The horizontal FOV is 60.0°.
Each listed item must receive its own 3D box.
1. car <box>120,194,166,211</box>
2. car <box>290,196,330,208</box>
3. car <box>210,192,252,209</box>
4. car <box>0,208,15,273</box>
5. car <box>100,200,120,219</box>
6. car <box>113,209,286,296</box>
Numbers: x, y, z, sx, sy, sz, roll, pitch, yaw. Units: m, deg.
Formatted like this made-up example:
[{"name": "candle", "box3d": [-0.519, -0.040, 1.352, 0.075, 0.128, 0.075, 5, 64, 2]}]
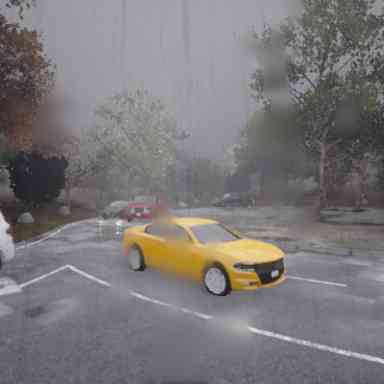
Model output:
[{"name": "car", "box3d": [-3.389, 1.179, 25.468, 2.150, 2.045, 5.566, -1, 0, 6]}, {"name": "car", "box3d": [14.907, 1.315, 42.178, 4.892, 1.490, 1.837, 1, 0, 4]}, {"name": "car", "box3d": [5.123, 1.067, 43.243, 5.566, 2.045, 2.150, -1, 0, -25]}, {"name": "car", "box3d": [-6.160, 1.229, 6.537, 2.150, 2.045, 5.566, 0, 0, 13]}, {"name": "car", "box3d": [-5.998, 1.464, 28.471, 1.837, 1.490, 4.892, -1, 0, 15]}, {"name": "car", "box3d": [0.069, 1.459, 8.922, 1.882, 1.535, 5.008, 0, 0, -43]}]
